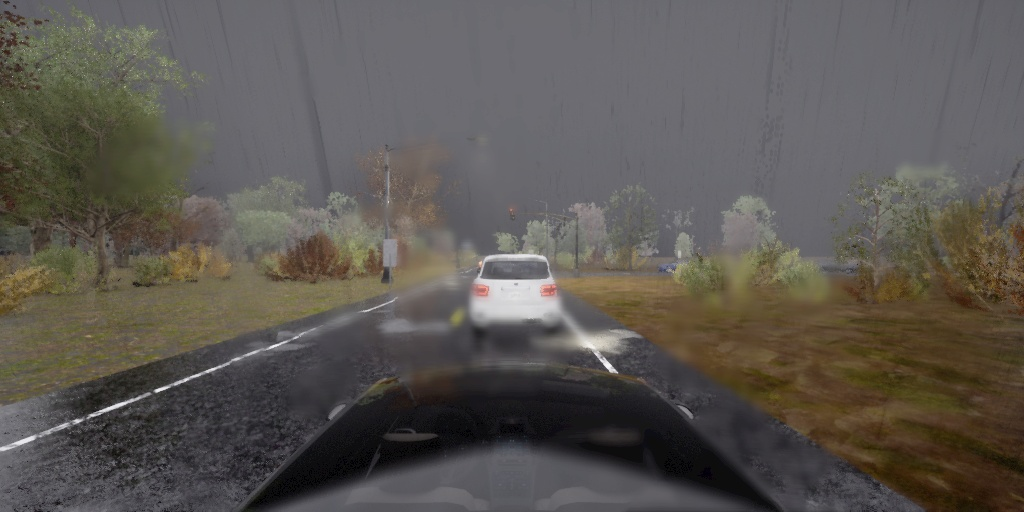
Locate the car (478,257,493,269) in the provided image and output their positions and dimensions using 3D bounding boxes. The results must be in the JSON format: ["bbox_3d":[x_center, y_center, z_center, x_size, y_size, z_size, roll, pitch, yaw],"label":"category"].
[{"bbox_3d":[-4.205,1.104,57.563,2.097,1.767,4.553,0,0,-2],"label":"car"}]

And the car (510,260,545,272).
[{"bbox_3d":[1.955,1.277,46.717,1.812,1.442,4.674,-1,1,-42],"label":"car"}]

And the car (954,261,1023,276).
[{"bbox_3d":[49.073,1.279,37.107,4.902,1.511,2.128,0,0,5],"label":"car"}]

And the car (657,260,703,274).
[{"bbox_3d":[19.473,1.241,41.604,5.008,1.535,1.882,0,0,1],"label":"car"}]

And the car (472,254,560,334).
[{"bbox_3d":[0.088,0.971,10.744,2.150,2.045,5.566,0,0,0],"label":"car"}]

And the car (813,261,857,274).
[{"bbox_3d":[36.466,1.266,41.079,4.902,1.511,2.128,0,0,3],"label":"car"}]
